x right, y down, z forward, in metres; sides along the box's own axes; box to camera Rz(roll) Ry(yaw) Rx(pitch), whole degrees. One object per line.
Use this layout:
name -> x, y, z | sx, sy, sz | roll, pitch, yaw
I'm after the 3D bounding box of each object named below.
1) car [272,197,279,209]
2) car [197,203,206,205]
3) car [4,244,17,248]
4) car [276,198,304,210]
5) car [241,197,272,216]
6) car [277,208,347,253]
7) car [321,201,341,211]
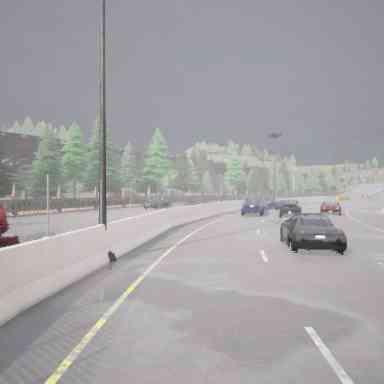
car -> 10.304, 1.352, 42.292 | 2.097, 1.767, 4.553 | 0, 0, 28
car -> 0.544, 1.564, 46.462 | 1.994, 1.385, 4.181 | 0, 0, 26
car -> -6.604, 1.601, 8.373 | 1.895, 1.301, 4.718 | 0, 0, 5
car -> 9.189, 1.504, 30.739 | 1.837, 1.490, 4.892 | 0, 0, 19
car -> 6.314, 1.352, 32.945 | 2.097, 1.767, 4.553 | 0, 0, 20
car -> 4.842, 1.564, 13.742 | 1.994, 1.385, 4.181 | 0, 0, 8
car -> 14.434, 1.601, 34.506 | 1.895, 1.301, 4.718 | 0, 0, 23
